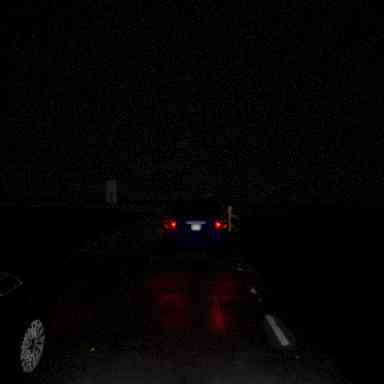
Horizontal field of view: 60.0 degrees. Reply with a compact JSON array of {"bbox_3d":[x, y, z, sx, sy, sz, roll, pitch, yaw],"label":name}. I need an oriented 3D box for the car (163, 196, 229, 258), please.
[{"bbox_3d":[0.105,1.184,12.738,2.150,2.045,5.566,0,0,0],"label":"car"}]

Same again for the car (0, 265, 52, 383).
[{"bbox_3d":[-2.850,1.484,2.697,2.128,1.511,4.902,0,0,0],"label":"car"}]

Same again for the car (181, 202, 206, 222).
[{"bbox_3d":[0.067,1.538,27.043,1.895,1.301,4.718,0,0,-1],"label":"car"}]

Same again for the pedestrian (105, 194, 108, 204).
[{"bbox_3d":[-12.044,0.702,47.065,0.375,1.860,0.375,0,1,0],"label":"pedestrian"}]
